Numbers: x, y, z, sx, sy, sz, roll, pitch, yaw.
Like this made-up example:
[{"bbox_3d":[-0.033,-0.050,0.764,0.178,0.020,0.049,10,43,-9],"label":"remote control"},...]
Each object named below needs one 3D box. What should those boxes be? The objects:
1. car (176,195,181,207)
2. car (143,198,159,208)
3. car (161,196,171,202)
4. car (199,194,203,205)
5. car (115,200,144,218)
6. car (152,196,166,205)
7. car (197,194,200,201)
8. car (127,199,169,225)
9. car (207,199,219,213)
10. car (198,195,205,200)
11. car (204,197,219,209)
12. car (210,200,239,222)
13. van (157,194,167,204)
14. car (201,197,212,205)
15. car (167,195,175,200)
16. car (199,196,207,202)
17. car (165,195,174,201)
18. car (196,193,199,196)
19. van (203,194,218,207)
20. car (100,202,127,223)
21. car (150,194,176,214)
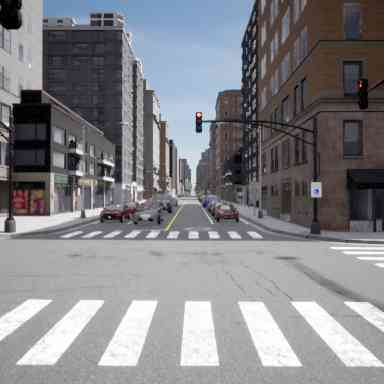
[{"bbox_3d":[-3.131,1.579,50.128,1.994,1.385,4.181,0,0,0],"label":"car"},{"bbox_3d":[-5.899,1.596,48.632,1.802,1.307,4.206,1,0,0],"label":"car"},{"bbox_3d":[-5.928,1.582,76.996,2.008,1.369,4.403,1,0,0],"label":"car"},{"bbox_3d":[2.629,1.329,48.633,2.192,1.841,5.009,1,0,0],"label":"car"},{"bbox_3d":[-5.882,1.552,31.613,1.887,1.381,4.507,1,0,0],"label":"car"},{"bbox_3d":[-5.909,1.461,59.977,1.967,1.590,4.097,1,0,0],"label":"car"},{"bbox_3d":[2.603,1.593,71.327,1.947,1.339,4.313,1,0,0],"label":"car"},{"bbox_3d":[-3.104,1.497,24.346,2.128,1.511,4.902,0,0,-1],"label":"car"},{"bbox_3d":[2.644,1.589,31.613,1.802,1.307,4.206,1,0,0],"label":"car"},{"bbox_3d":[2.581,1.565,94.190,1.752,1.417,4.829,1,0,0],"label":"car"},{"bbox_3d":[2.638,1.591,37.287,1.802,1.307,4.206,1,0,0],"label":"car"},{"bbox_3d":[2.650,1.588,25.940,1.802,1.307,4.206,1,0,0],"label":"car"},{"bbox_3d":[-5.915,1.365,65.650,1.690,1.788,3.998,1,0,0],"label":"van"},{"bbox_3d":[2.615,1.602,59.980,1.802,1.307,4.206,1,0,0],"label":"car"},{"bbox_3d":[-5.945,1.585,94.015,1.887,1.381,4.507,1,0,0],"label":"car"},{"bbox_3d":[2.597,1.556,77.170,1.752,1.417,4.829,1,0,0],"label":"car"},{"bbox_3d":[-5.940,1.603,88.342,1.947,1.339,4.313,1,0,0],"label":"car"},{"bbox_3d":[2.594,1.349,82.674,2.192,1.841,5.009,1,0,0],"label":"car"},{"bbox_3d":[2.635,1.353,42.960,1.690,1.788,3.998,1,0,0],"label":"van"},{"bbox_3d":[-5.876,1.551,25.940,1.887,1.381,4.507,1,0,0],"label":"car"},{"bbox_3d":[-3.140,1.229,35.107,2.150,2.045,5.566,0,0,0],"label":"car"}]
